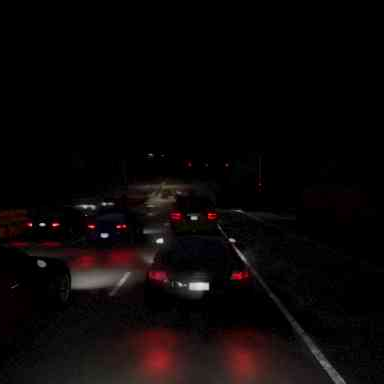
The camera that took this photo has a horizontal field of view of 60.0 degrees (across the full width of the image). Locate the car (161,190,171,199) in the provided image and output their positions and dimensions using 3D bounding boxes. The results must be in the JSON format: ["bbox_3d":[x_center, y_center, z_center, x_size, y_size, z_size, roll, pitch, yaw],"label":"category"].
[{"bbox_3d":[-7.161,1.068,87.097,1.812,1.442,4.674,0,3,0],"label":"car"}]

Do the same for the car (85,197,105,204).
[{"bbox_3d":[-17.599,1.599,59.453,1.895,1.301,4.718,0,0,0],"label":"car"}]

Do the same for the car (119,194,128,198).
[{"bbox_3d":[-17.650,1.222,85.316,1.895,1.301,4.718,0,2,0],"label":"car"}]

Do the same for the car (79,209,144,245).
[{"bbox_3d":[-3.410,1.525,15.305,1.812,1.442,4.674,0,0,0],"label":"car"}]

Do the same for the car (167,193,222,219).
[{"bbox_3d":[0.089,1.221,17.022,2.150,2.045,5.566,0,0,0],"label":"car"}]

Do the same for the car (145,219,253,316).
[{"bbox_3d":[0.101,1.564,7.618,1.994,1.385,4.181,0,0,-1],"label":"car"}]

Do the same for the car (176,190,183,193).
[{"bbox_3d":[-3.661,1.068,87.119,1.812,1.442,4.674,0,3,0],"label":"car"}]

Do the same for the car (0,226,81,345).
[{"bbox_3d":[-3.407,1.526,5.032,1.812,1.442,4.674,0,0,0],"label":"car"}]

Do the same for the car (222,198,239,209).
[{"bbox_3d":[5.404,1.476,43.712,5.008,1.535,1.882,0,1,15],"label":"car"}]

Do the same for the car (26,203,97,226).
[{"bbox_3d":[-6.902,1.547,17.756,2.033,1.411,5.357,0,0,-1],"label":"car"}]

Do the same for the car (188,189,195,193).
[{"bbox_3d":[-0.159,0.792,86.737,2.150,2.045,5.566,0,3,0],"label":"car"}]

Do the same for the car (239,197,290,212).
[{"bbox_3d":[8.672,1.547,39.159,5.357,1.411,2.033,0,0,-2],"label":"car"}]

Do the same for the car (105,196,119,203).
[{"bbox_3d":[-17.563,1.593,71.015,1.895,1.301,4.718,0,0,0],"label":"car"}]
